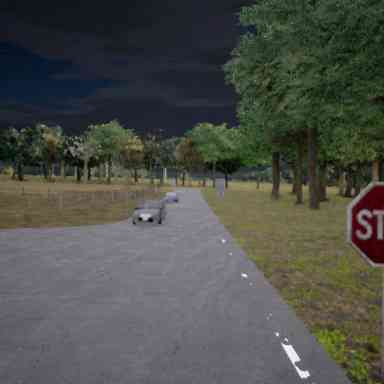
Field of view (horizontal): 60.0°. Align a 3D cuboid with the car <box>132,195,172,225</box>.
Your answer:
[{"bbox_3d":[-2.727,1.245,21.934,2.128,1.511,4.902,0,1,0],"label":"car"}]

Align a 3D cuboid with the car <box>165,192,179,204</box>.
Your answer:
[{"bbox_3d":[-2.702,0.739,43.290,1.812,1.442,4.674,0,2,0],"label":"car"}]
